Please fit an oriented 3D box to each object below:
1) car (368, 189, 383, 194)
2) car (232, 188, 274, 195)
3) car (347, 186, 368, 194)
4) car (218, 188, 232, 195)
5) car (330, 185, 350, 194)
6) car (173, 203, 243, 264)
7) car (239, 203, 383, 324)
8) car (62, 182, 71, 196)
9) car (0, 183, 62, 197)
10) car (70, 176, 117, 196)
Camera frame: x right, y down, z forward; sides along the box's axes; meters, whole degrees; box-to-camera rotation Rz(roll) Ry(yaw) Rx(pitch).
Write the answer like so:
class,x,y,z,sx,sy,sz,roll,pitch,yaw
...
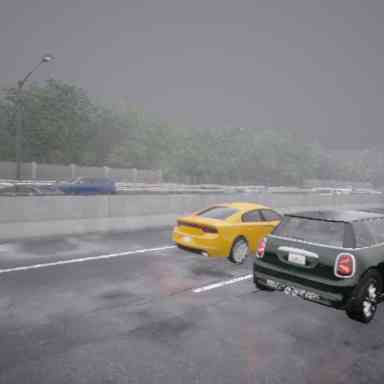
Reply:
class,x,y,z,sx,sy,sz,roll,pitch,yaw
car,33.295,0.334,58.249,4.553,1.767,2.097,1,3,-42
car,6.549,0.359,33.764,4.674,1.442,1.812,0,3,-42
car,30.895,0.240,60.796,5.008,1.535,1.882,0,3,-42
car,4.759,0.205,36.859,4.181,1.385,1.994,0,3,-43
car,28.492,-0.209,63.313,5.566,2.045,2.150,0,3,-43
car,1.707,1.088,10.359,5.008,1.535,1.882,0,3,-42
car,3.360,1.162,7.124,4.553,1.767,2.097,0,3,-42
car,-10.873,0.165,22.644,4.181,1.385,1.994,0,3,-42
car,-10.197,0.305,18.531,4.892,1.490,1.837,0,3,-42
car,-9.227,-0.370,28.822,5.566,2.045,2.150,1,3,-42
